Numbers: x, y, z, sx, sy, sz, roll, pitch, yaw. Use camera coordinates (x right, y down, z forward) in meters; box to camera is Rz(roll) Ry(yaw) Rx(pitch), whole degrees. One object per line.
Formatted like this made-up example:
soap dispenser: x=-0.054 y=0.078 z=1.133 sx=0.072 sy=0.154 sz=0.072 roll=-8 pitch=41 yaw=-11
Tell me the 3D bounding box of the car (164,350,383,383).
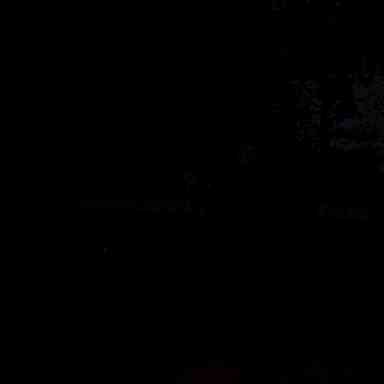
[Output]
car: x=1.709 y=1.529 z=1.502 sx=4.829 sy=1.417 sz=1.752 roll=0 pitch=0 yaw=35
